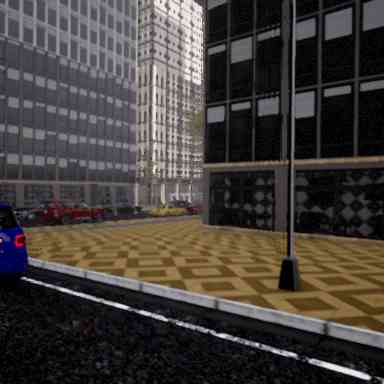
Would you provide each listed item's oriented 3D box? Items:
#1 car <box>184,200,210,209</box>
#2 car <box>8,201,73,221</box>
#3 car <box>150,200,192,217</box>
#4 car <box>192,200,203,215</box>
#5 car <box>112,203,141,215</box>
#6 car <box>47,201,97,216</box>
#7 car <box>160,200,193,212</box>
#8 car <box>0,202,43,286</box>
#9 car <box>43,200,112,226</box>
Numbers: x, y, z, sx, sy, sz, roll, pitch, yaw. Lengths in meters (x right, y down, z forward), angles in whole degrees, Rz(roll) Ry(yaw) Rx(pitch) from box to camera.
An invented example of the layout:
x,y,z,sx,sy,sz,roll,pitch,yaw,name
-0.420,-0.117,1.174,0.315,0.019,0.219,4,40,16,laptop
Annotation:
x,y,z,sx,sy,sz,roll,pitch,yaw,name
0.825,1.948,53.688,1.947,1.339,4.313,0,0,37,car
-13.486,1.673,29.980,2.128,1.511,4.902,1,0,36,car
-2.396,1.881,35.248,1.752,1.417,4.829,0,0,37,car
0.857,1.985,39.645,1.802,1.307,4.206,0,0,37,car
-8.024,1.862,37.366,1.895,1.301,4.718,1,0,36,car
-12.692,1.713,35.424,1.752,1.417,4.829,0,0,37,car
-2.089,1.851,45.369,1.837,1.490,4.892,1,0,37,car
-6.278,1.237,8.166,5.566,2.045,2.150,0,0,35,car
-9.206,1.571,26.045,2.192,1.841,5.009,0,0,37,car
